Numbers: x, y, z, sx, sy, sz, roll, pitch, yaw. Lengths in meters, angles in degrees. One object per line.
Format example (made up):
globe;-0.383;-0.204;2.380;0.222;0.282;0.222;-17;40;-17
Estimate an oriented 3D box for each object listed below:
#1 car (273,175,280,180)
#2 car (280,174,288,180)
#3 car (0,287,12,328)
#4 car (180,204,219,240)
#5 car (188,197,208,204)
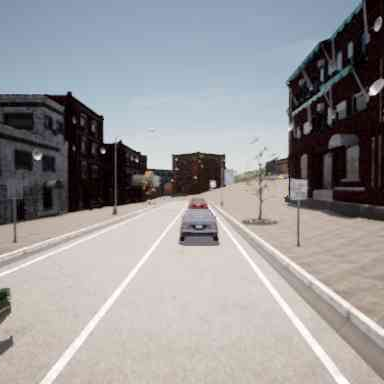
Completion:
car;23.830;-3.698;88.065;2.097;1.535;5.008;0;1;-3
car;24.211;-3.721;82.553;2.185;1.767;4.553;0;1;-4
car;-3.569;1.590;2.605;1.895;1.301;4.718;0;0;1
car;0.336;1.545;16.867;2.033;1.411;5.357;0;0;1
car;0.640;1.347;35.709;2.097;1.767;4.553;0;0;1
